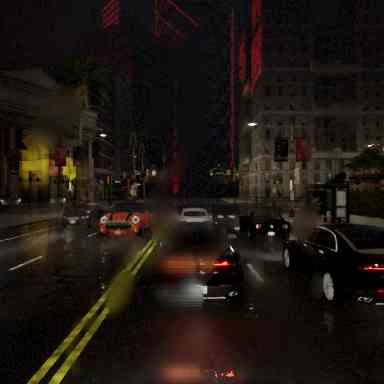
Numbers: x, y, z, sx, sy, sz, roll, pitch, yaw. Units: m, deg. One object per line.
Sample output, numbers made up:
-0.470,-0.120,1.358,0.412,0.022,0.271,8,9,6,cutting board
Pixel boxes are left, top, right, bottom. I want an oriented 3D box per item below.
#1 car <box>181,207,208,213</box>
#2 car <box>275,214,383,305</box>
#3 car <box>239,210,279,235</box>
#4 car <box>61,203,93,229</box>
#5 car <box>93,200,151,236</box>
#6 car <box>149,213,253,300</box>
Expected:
0.118,1.525,17.489,1.812,1.442,4.674,0,0,0,car
3.623,1.505,8.050,1.837,1.490,4.892,0,0,0,car
3.622,1.601,17.385,1.895,1.301,4.718,0,0,0,car
-6.980,1.493,21.925,2.128,1.511,4.902,0,0,0,car
-3.524,1.351,18.173,2.097,1.767,4.553,0,0,1,car
0.120,1.505,8.378,1.837,1.490,4.892,0,0,0,car
